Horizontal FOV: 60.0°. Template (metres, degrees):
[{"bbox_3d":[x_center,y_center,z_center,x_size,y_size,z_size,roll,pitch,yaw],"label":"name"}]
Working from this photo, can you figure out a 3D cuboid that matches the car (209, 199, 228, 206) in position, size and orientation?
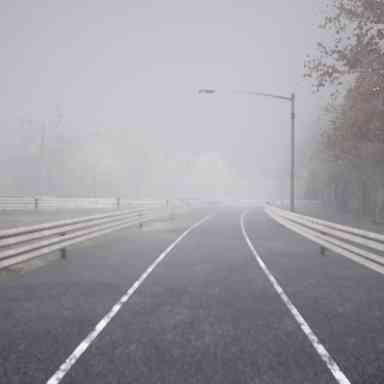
[{"bbox_3d":[5.368,2.231,73.713,2.033,1.411,5.357,0,-1,27],"label":"car"}]

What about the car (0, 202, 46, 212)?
[{"bbox_3d":[-16.346,1.153,32.377,1.994,1.385,4.181,0,-1,28],"label":"car"}]

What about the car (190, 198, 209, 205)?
[{"bbox_3d":[1.347,2.118,73.565,1.882,1.535,5.008,0,-1,27],"label":"car"}]

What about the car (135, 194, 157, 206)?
[{"bbox_3d":[-8.492,1.462,62.261,2.150,2.045,5.566,0,-1,28],"label":"car"}]
